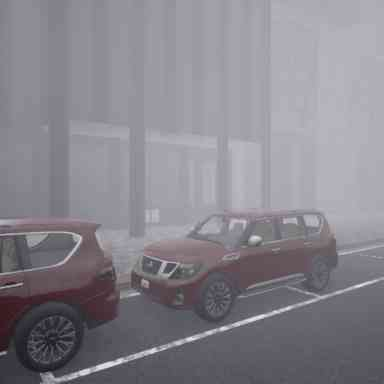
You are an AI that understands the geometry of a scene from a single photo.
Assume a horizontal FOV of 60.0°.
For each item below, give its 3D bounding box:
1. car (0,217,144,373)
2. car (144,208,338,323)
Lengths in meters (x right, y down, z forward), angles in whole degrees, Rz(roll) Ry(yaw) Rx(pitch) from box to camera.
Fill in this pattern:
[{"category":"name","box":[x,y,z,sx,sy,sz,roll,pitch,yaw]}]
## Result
[{"category":"car","box":[-3.382,1.315,4.118,5.009,1.841,2.192,0,0,-35]},{"category":"car","box":[1.210,1.314,7.393,5.009,1.841,2.192,0,0,-35]}]
